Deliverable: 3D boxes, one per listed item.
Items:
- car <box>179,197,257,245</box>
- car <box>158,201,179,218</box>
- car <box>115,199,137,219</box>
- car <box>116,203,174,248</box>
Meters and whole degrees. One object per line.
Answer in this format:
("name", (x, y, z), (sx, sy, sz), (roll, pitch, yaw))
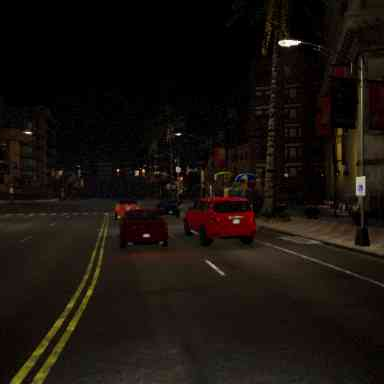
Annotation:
("car", (1.123, 1.255, 15.676), (2.150, 2.045, 5.566), (0, 0, -13))
("car", (-2.322, 1.530, 30.244), (1.812, 1.442, 4.674), (0, 0, -13))
("car", (-5.721, 1.363, 29.409), (2.097, 1.767, 4.553), (0, 0, -13))
("car", (-2.276, 1.482, 14.841), (1.882, 1.535, 5.008), (0, 0, -13))
